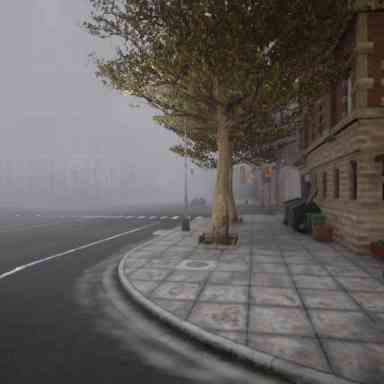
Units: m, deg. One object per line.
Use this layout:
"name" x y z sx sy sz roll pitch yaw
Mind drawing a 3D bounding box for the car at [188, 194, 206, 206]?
"car" 1.093 1.519 53.429 1.812 1.442 4.674 0 0 10

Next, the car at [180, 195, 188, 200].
"car" -2.121 1.568 93.569 1.895 1.301 4.718 0 0 11

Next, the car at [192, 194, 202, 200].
"car" 1.328 1.329 92.969 2.097 1.767 4.553 0 0 11
